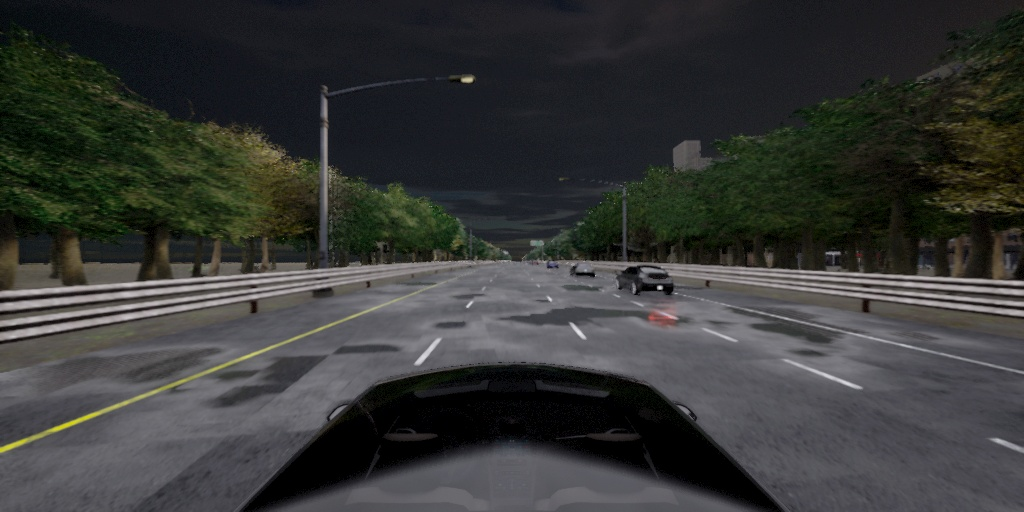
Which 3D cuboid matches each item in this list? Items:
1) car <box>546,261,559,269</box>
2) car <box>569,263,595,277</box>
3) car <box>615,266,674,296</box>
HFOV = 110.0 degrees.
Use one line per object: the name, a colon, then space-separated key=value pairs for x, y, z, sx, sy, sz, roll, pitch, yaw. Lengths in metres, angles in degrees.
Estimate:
car: x=7.198 y=1.588 z=64.953 sx=1.812 sy=1.442 sz=4.674 roll=0 pitch=-1 yaw=0
car: x=7.037 y=1.369 z=36.262 sx=1.994 sy=1.385 sz=4.181 roll=0 pitch=0 yaw=0
car: x=7.013 y=1.259 z=19.415 sx=1.837 sy=1.490 sz=4.892 roll=0 pitch=0 yaw=0
